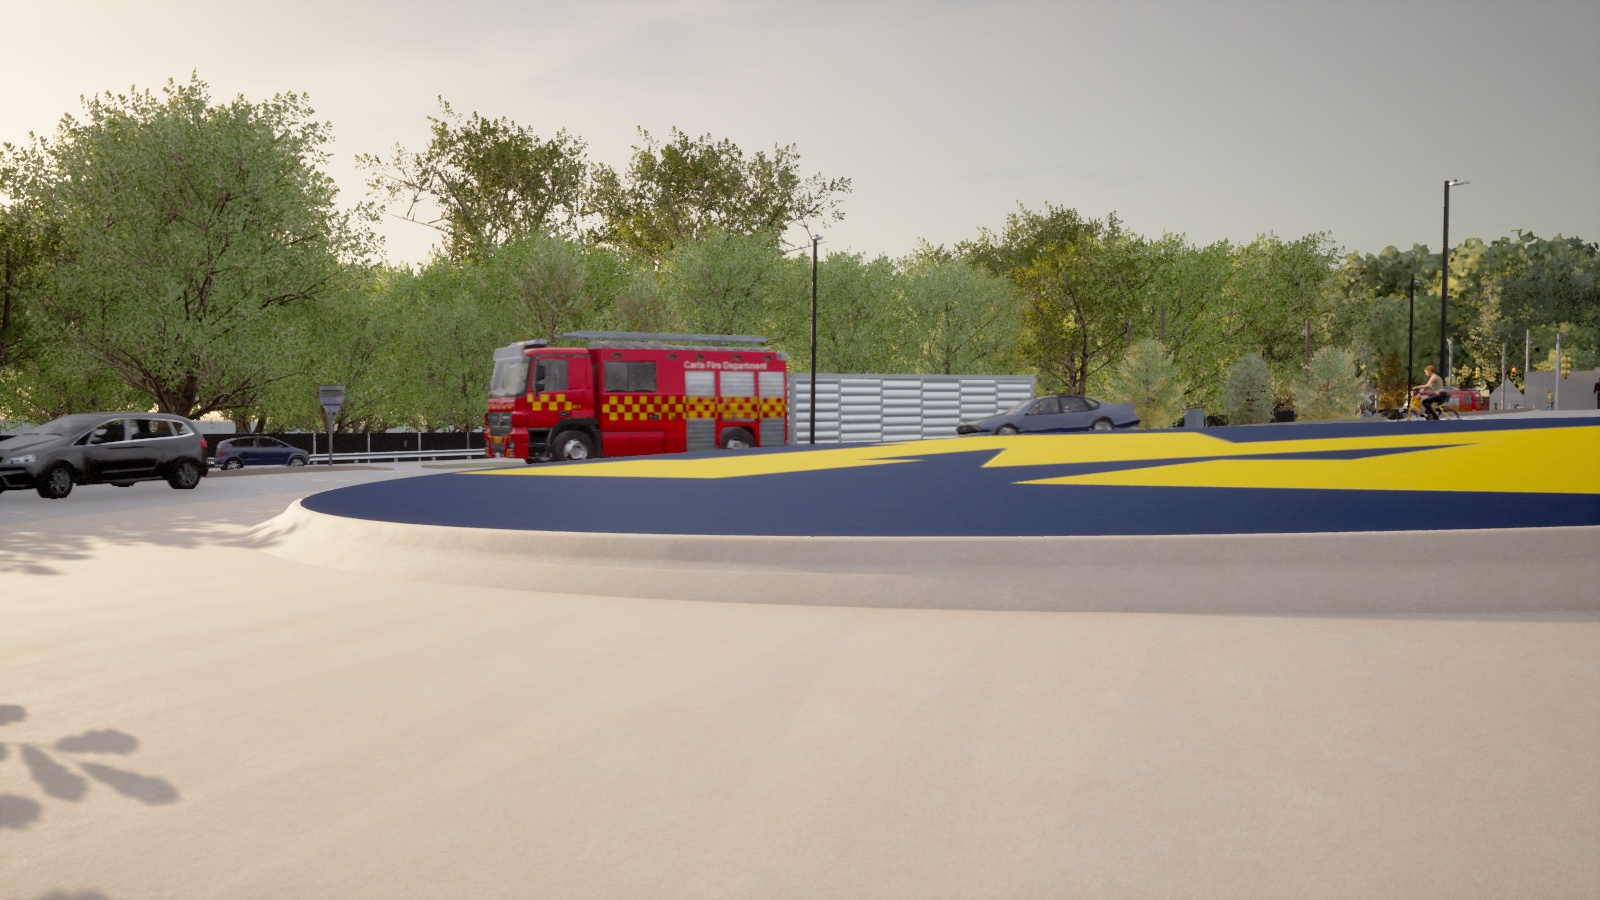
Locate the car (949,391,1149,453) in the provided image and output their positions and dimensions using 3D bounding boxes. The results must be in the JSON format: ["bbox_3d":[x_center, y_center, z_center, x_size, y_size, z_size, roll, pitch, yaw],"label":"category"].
[{"bbox_3d":[7.339,-0.824,37.148,5.357,1.411,2.033,-4,-1,-12],"label":"car"}]

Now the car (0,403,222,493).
[{"bbox_3d":[-14.634,-0.123,25.891,2.242,1.667,4.611,2,2,23],"label":"car"}]

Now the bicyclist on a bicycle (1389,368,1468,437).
[{"bbox_3d":[15.486,-1.154,30.939,0.866,1.612,1.509,0,-1,-41],"label":"bicyclist on a bicycle"}]

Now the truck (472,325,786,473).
[{"bbox_3d":[-4.769,-1.429,35.965,8.468,3.827,2.891,-1,2,-32],"label":"truck"}]

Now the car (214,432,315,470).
[{"bbox_3d":[-22.774,0.012,53.410,3.705,1.549,1.789,-1,2,-31],"label":"car"}]

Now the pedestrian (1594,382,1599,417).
[{"bbox_3d":[43.222,-2.734,67.768,0.720,1.854,0.376,0,1,-42],"label":"pedestrian"}]
